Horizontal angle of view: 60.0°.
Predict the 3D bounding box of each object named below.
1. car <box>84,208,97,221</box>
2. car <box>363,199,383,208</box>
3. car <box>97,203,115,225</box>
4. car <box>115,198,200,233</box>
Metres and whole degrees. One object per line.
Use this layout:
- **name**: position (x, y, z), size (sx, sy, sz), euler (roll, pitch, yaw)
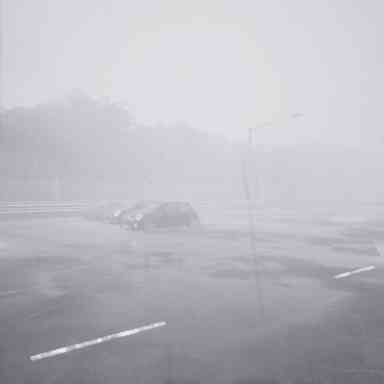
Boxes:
- **car**: position (-5.947, 1.511, 25.116), size (4.181, 1.385, 1.994), euler (0, 0, -37)
- **car**: position (28.165, 1.702, 51.028), size (4.718, 1.301, 1.895), euler (0, 0, -37)
- **car**: position (-3.631, 1.311, 22.471), size (4.553, 1.767, 2.097), euler (0, 0, -37)
- **car**: position (-1.809, 1.323, 19.461), size (4.553, 1.767, 2.097), euler (0, 0, -37)
